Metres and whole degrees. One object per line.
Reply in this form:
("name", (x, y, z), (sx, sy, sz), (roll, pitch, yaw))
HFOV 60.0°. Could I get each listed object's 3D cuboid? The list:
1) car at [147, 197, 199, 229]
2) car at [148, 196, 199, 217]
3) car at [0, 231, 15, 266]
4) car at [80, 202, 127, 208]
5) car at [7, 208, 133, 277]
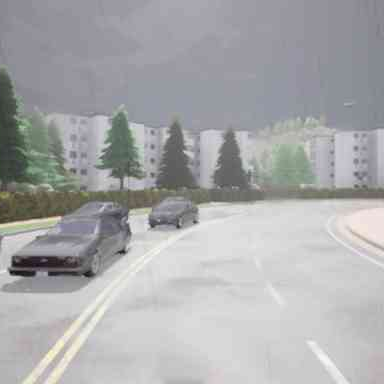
("car", (-0.987, 1.265, 20.073), (1.837, 1.490, 4.892), (0, 1, 19))
("car", (-1.448, 1.157, 28.077), (2.128, 1.511, 4.902), (0, 1, 27))
("car", (-6.729, 1.446, 8.072), (1.837, 1.490, 4.892), (0, 1, 4))
("car", (-5.154, 1.299, 18.315), (2.128, 1.511, 4.902), (0, 1, 15))
("car", (-3.231, 1.442, 10.185), (2.033, 1.411, 5.357), (0, 1, 4))
